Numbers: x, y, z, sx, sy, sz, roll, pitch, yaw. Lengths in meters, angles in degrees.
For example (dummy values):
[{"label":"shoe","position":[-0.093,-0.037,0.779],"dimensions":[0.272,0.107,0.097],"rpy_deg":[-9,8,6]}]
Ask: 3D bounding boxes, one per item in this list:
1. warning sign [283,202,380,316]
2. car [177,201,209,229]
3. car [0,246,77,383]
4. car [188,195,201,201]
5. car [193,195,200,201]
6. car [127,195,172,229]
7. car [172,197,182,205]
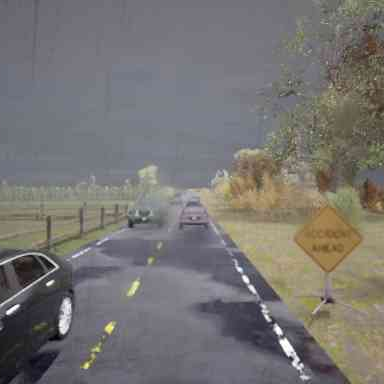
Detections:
[{"label":"warning sign","position":[2.455,1.124,6.034],"dimensions":[1.300,1.860,1.060],"rpy_deg":[0,0,0]},{"label":"car","position":[0.130,1.566,21.637],"dimensions":[2.033,1.411,5.357],"rpy_deg":[0,0,0]},{"label":"car","position":[-2.845,1.507,3.733],"dimensions":[1.837,1.490,4.892],"rpy_deg":[0,0,0]},{"label":"car","position":[0.170,1.520,42.645],"dimensions":[1.837,1.490,4.892],"rpy_deg":[0,0,0]},{"label":"car","position":[1.100,1.486,81.030],"dimensions":[1.812,1.442,4.674],"rpy_deg":[0,0,0]},{"label":"car","position":[-2.775,1.241,22.165],"dimensions":[2.150,2.045,5.566],"rpy_deg":[0,0,0]},{"label":"car","position":[-2.699,1.561,58.201],"dimensions":[1.994,1.385,4.181],"rpy_deg":[0,0,1]}]
